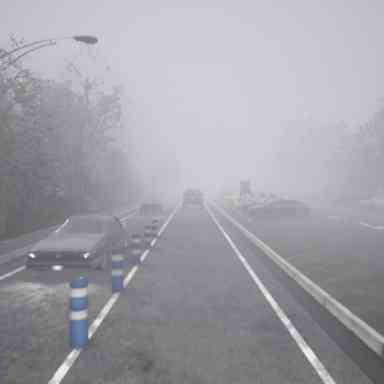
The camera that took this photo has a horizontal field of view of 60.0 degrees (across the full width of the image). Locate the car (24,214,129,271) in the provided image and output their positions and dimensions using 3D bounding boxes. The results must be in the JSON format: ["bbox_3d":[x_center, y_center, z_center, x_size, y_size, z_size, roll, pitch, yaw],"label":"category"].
[{"bbox_3d":[-3.346,1.463,10.923,2.033,1.411,5.357,0,1,0],"label":"car"}]

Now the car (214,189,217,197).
[{"bbox_3d":[7.083,0.531,62.312,4.792,1.488,2.163,0,1,0],"label":"car"}]

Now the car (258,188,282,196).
[{"bbox_3d":[20.376,-0.116,87.171,5.566,2.045,2.435,0,1,0],"label":"car"}]

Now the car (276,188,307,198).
[{"bbox_3d":[20.209,0.165,67.657,5.566,2.045,2.435,0,1,0],"label":"car"}]

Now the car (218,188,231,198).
[{"bbox_3d":[7.072,0.498,53.985,4.553,1.767,2.185,0,1,0],"label":"car"}]

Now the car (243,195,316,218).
[{"bbox_3d":[6.775,1.256,26.242,4.792,1.488,2.163,0,1,0],"label":"car"}]

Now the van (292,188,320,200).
[{"bbox_3d":[20.283,0.310,59.347,4.442,1.987,1.878,0,1,1],"label":"van"}]

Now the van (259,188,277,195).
[{"bbox_3d":[20.544,-0.130,89.941,4.442,1.987,1.878,0,1,0],"label":"van"}]

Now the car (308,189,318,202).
[{"bbox_3d":[20.102,0.744,48.407,4.792,1.488,2.163,0,1,1],"label":"car"}]

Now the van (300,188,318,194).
[{"bbox_3d":[20.011,0.393,53.794,4.442,1.987,1.878,0,1,0],"label":"van"}]

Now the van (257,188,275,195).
[{"bbox_3d":[20.567,-0.168,92.585,4.442,1.987,1.878,0,1,1],"label":"van"}]

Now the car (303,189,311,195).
[{"bbox_3d":[20.125,0.694,51.046,4.792,1.488,2.163,0,1,1],"label":"car"}]

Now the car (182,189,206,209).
[{"bbox_3d":[0.111,0.687,35.308,2.150,2.045,5.566,0,1,0],"label":"car"}]

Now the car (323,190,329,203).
[{"bbox_3d":[19.997,0.866,42.744,4.792,1.488,2.163,0,1,0],"label":"car"}]

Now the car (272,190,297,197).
[{"bbox_3d":[20.279,0.337,73.201,5.008,1.535,2.097,0,1,1],"label":"car"}]

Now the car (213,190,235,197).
[{"bbox_3d":[7.224,0.302,76.191,4.892,1.521,2.231,0,1,0],"label":"car"}]

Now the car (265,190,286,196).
[{"bbox_3d":[20.354,0.257,81.510,4.674,1.452,2.002,0,1,0],"label":"car"}]

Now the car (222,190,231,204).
[{"bbox_3d":[6.737,0.903,40.119,5.366,1.575,1.946,0,1,0],"label":"car"}]

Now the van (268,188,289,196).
[{"bbox_3d":[20.450,0.029,78.862,4.442,1.987,1.878,0,1,0],"label":"van"}]

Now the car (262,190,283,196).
[{"bbox_3d":[20.374,0.177,84.281,5.008,1.535,2.097,0,1,1],"label":"car"}]

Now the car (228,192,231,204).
[{"bbox_3d":[6.905,0.971,37.342,4.892,1.521,2.231,0,1,0],"label":"car"}]

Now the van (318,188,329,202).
[{"bbox_3d":[20.166,0.546,45.630,4.442,1.987,1.878,0,1,0],"label":"van"}]

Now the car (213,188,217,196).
[{"bbox_3d":[7.106,0.491,65.088,4.792,1.488,2.163,0,1,0],"label":"car"}]

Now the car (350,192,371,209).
[{"bbox_3d":[19.769,1.026,34.438,5.366,1.575,1.946,0,1,1],"label":"car"}]

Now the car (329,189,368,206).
[{"bbox_3d":[20.030,0.649,39.968,5.566,2.045,2.435,0,1,0],"label":"car"}]

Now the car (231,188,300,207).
[{"bbox_3d":[6.880,0.847,31.785,5.566,2.045,2.435,0,1,0],"label":"car"}]

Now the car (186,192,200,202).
[{"bbox_3d":[0.162,0.759,51.124,1.994,1.385,4.181,0,1,0],"label":"car"}]

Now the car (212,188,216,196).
[{"bbox_3d":[7.130,0.451,67.864,4.792,1.488,2.163,0,1,0],"label":"car"}]

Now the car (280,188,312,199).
[{"bbox_3d":[20.186,0.205,64.887,5.566,2.045,2.435,0,1,0],"label":"car"}]

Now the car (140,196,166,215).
[{"bbox_3d":[-3.326,1.062,28.952,1.882,1.535,5.008,0,1,0],"label":"car"}]

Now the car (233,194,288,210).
[{"bbox_3d":[7.061,1.031,34.565,5.366,1.575,1.946,0,1,0],"label":"car"}]

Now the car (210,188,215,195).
[{"bbox_3d":[6.997,0.378,70.641,5.366,1.575,1.946,0,1,0],"label":"car"}]

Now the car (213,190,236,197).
[{"bbox_3d":[7.213,0.342,73.415,4.892,1.521,2.231,0,1,0],"label":"car"}]

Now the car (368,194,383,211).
[{"bbox_3d":[19.928,1.133,31.668,4.674,1.452,2.002,0,1,1],"label":"car"}]

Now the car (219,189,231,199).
[{"bbox_3d":[6.785,0.775,45.790,5.366,1.575,1.946,0,1,0],"label":"car"}]

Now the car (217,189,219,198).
[{"bbox_3d":[7.094,0.611,56.760,4.792,1.488,2.163,0,1,0],"label":"car"}]

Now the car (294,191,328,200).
[{"bbox_3d":[20.148,0.576,56.582,5.008,1.535,2.097,0,1,1],"label":"car"}]

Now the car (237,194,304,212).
[{"bbox_3d":[6.833,1.162,29.016,5.008,1.535,2.097,0,1,0],"label":"car"}]

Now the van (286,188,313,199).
[{"bbox_3d":[20.073,0.270,62.119,4.442,1.987,1.878,0,1,1],"label":"van"}]
